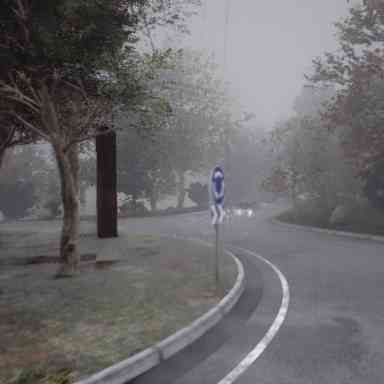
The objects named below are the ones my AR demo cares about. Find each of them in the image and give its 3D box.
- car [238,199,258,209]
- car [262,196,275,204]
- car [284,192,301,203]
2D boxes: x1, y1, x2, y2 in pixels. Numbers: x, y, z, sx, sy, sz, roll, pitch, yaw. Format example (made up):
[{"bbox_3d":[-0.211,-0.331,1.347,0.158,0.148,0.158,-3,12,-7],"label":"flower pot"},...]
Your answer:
[{"bbox_3d":[7.987,1.634,47.168,1.895,1.301,4.718,-1,0,23],"label":"car"},{"bbox_3d":[14.592,1.420,62.390,2.033,1.411,5.357,-1,0,24],"label":"car"},{"bbox_3d":[19.100,1.032,63.988,2.150,2.045,5.566,-1,0,23],"label":"car"}]
